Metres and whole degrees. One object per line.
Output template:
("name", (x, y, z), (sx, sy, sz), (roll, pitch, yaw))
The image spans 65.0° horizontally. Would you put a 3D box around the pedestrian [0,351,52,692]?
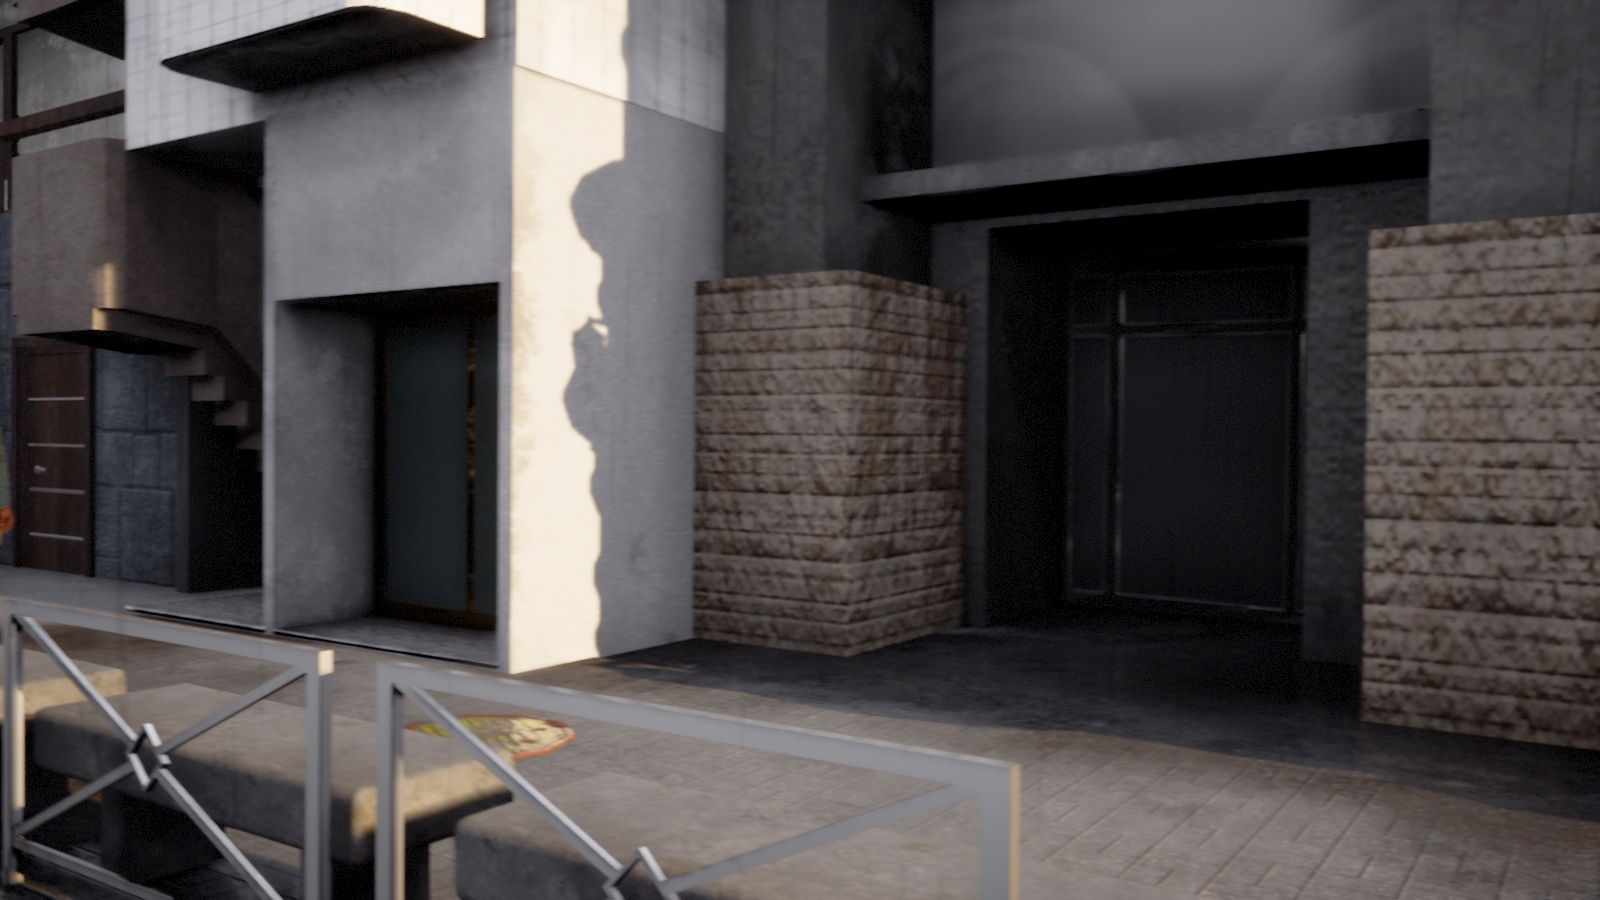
("pedestrian", (-4.591, 0.384, 6.993), (0.726, 1.835, 0.370), (0, 1, 27))
